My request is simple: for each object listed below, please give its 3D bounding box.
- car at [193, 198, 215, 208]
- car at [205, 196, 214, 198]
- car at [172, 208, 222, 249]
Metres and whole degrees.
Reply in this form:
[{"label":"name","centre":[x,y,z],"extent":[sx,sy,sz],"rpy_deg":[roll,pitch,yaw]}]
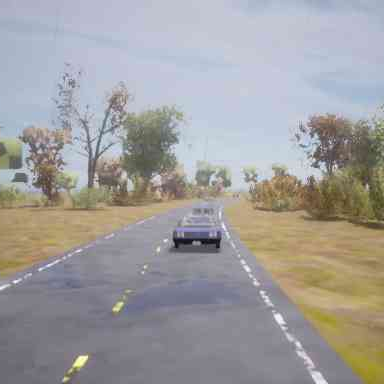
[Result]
[{"label":"car","centre":[1.040,1.566,29.486],"extent":[2.033,1.411,5.357],"rpy_deg":[0,0,4]},{"label":"car","centre":[3.944,1.521,76.723],"extent":[1.895,1.301,4.718],"rpy_deg":[0,0,10]},{"label":"car","centre":[0.261,1.616,14.590],"extent":[1.895,1.301,4.718],"rpy_deg":[0,0,2]}]
